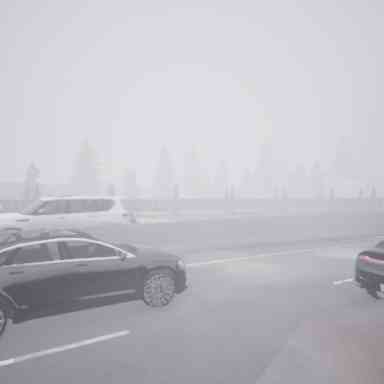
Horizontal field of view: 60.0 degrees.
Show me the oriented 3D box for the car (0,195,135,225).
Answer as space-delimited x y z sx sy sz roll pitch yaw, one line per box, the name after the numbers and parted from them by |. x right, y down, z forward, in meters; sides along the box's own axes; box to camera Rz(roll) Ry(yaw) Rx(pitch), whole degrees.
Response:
-5.175 1.156 12.984 5.566 2.045 2.150 0 0 -33 | car

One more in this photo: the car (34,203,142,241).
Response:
-5.263 1.412 17.027 4.902 1.511 2.128 0 0 -31 | car

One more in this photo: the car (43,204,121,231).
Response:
-6.666 1.470 20.240 4.181 1.385 1.994 0 0 -31 | car

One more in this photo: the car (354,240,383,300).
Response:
5.507 1.470 6.943 4.902 1.511 2.128 0 0 -30 | car

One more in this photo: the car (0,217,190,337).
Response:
-2.332 1.458 6.207 4.902 1.511 2.128 0 0 -34 | car
